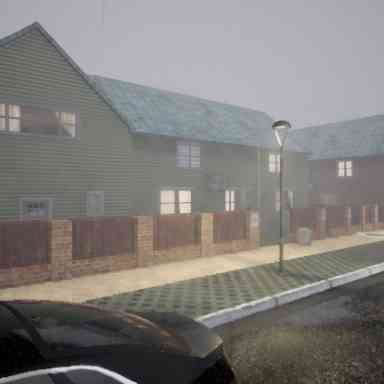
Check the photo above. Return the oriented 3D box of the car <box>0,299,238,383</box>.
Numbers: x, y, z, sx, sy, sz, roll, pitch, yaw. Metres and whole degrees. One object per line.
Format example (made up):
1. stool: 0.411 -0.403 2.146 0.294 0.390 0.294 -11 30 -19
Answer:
1. car: -1.782 1.506 1.482 4.892 1.490 1.837 1 -1 -42
